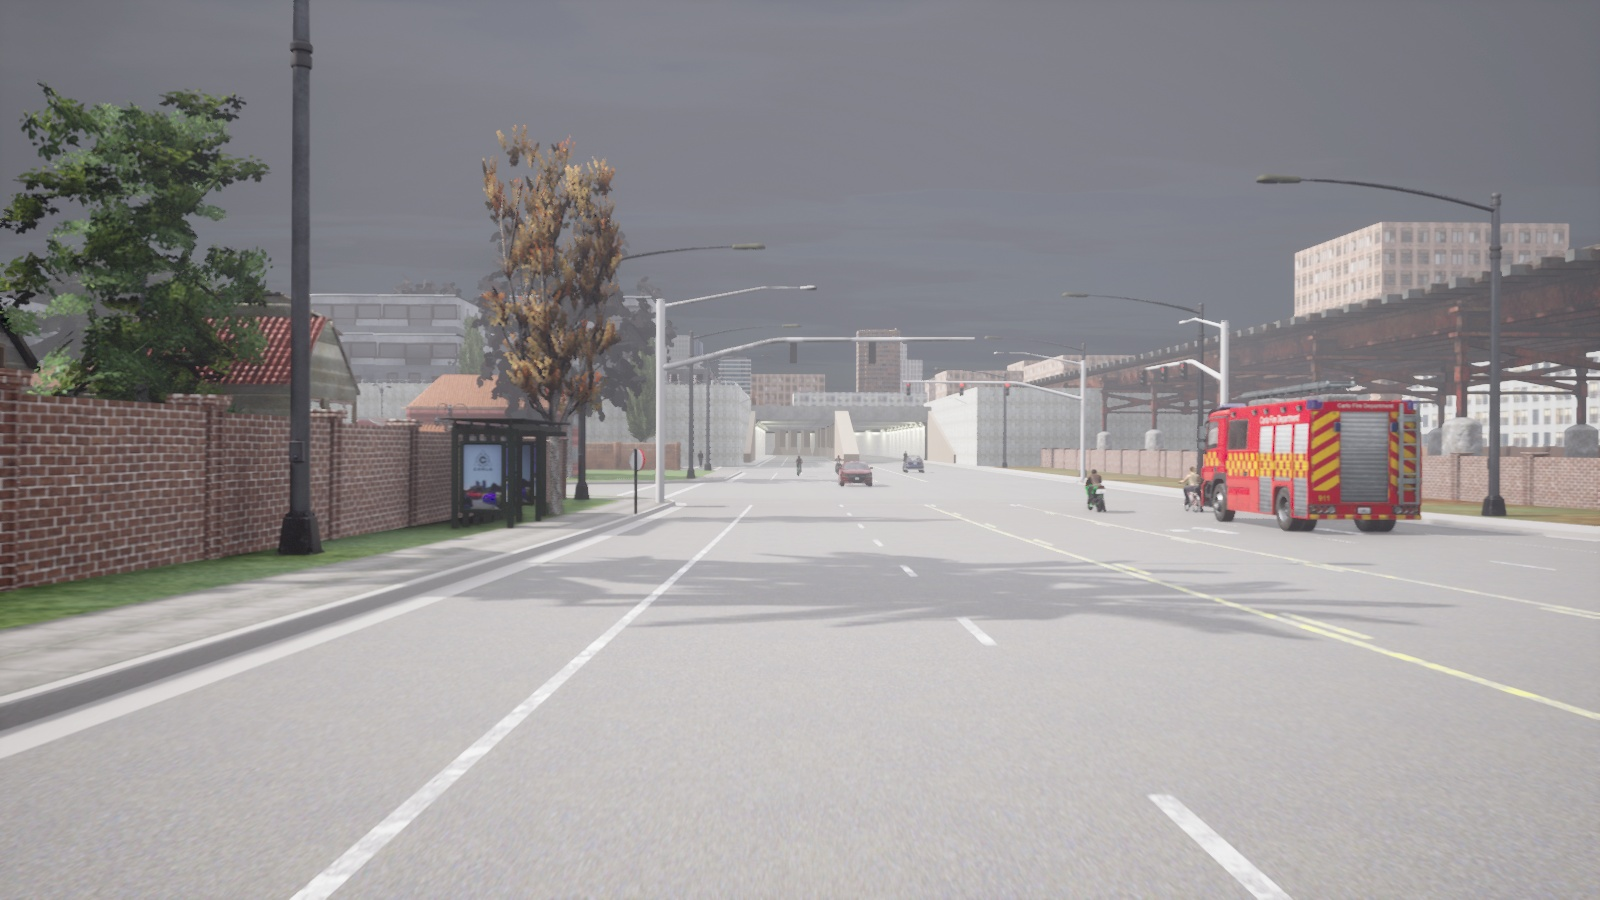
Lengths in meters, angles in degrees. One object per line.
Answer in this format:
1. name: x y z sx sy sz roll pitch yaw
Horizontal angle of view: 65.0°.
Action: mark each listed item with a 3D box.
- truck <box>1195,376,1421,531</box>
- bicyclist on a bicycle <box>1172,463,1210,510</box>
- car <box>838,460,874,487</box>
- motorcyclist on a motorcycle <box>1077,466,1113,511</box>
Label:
1. truck: 13.904 0.113 35.332 2.891 3.827 8.468 0 0 0
2. bicyclist on a bicycle: 13.884 1.287 44.603 0.866 1.612 1.509 0 0 0
3. car: 3.305 1.365 75.011 1.882 1.535 5.008 0 0 0
4. motorcyclist on a motorcycle: 10.385 1.343 44.269 0.797 1.523 2.044 0 0 0
